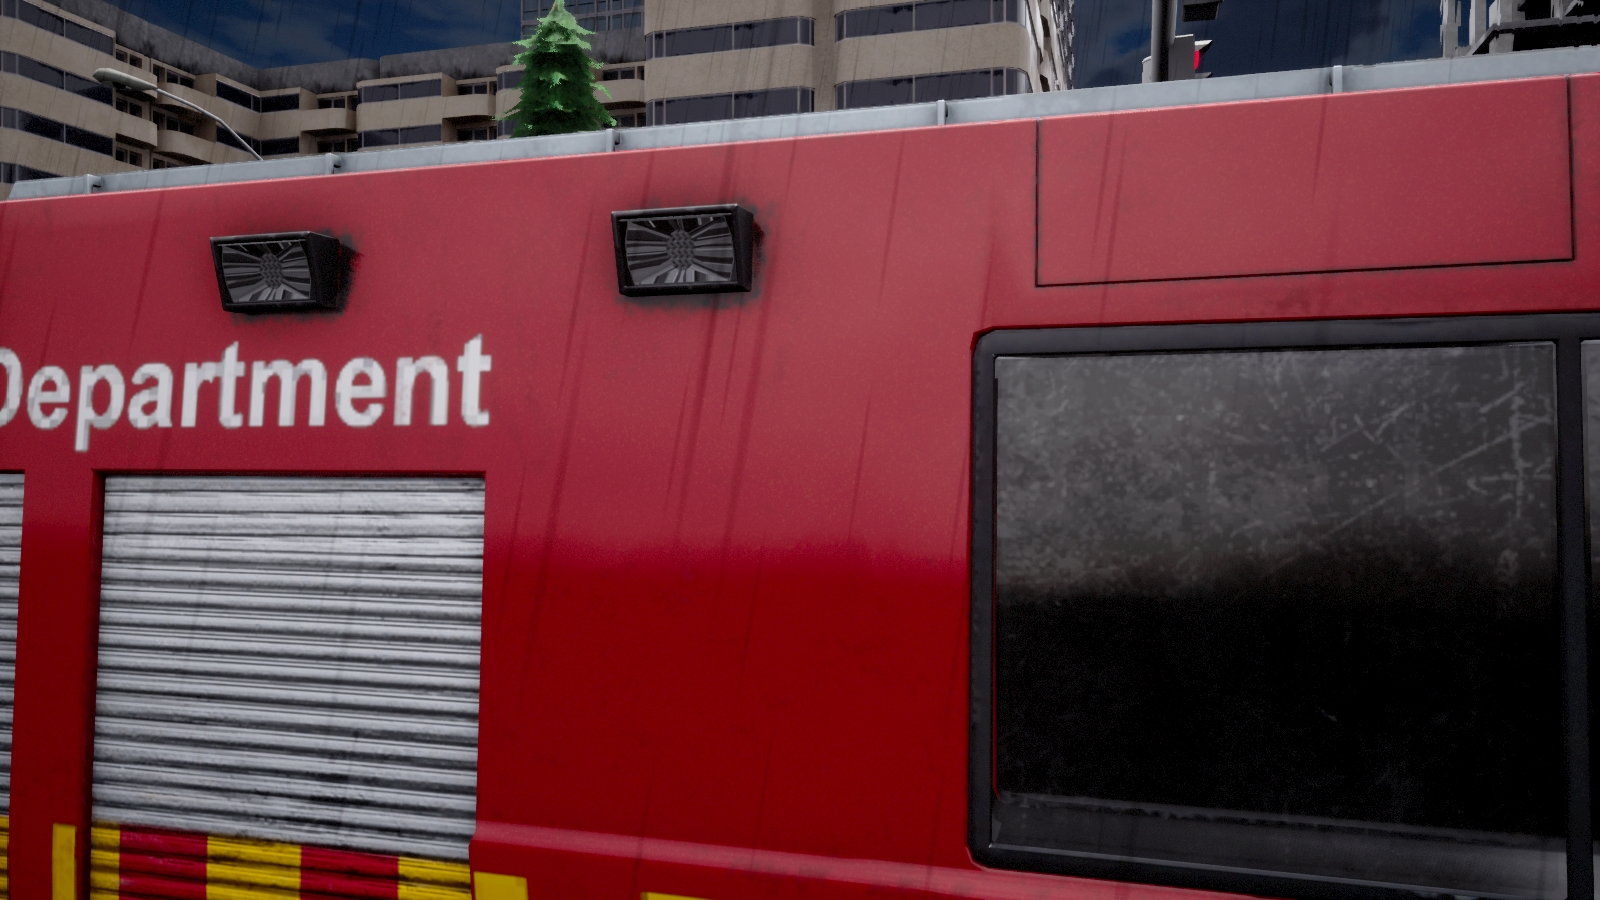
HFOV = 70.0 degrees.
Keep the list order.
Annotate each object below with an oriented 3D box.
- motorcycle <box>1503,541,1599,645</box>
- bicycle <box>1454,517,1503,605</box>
[{"bbox_3d":[11.678,2.155,17.664,0.764,1.307,2.356,0,0,16],"label":"motorcycle"},{"bbox_3d":[12.788,2.060,21.569,0.329,1.471,1.835,0,0,16],"label":"bicycle"}]
